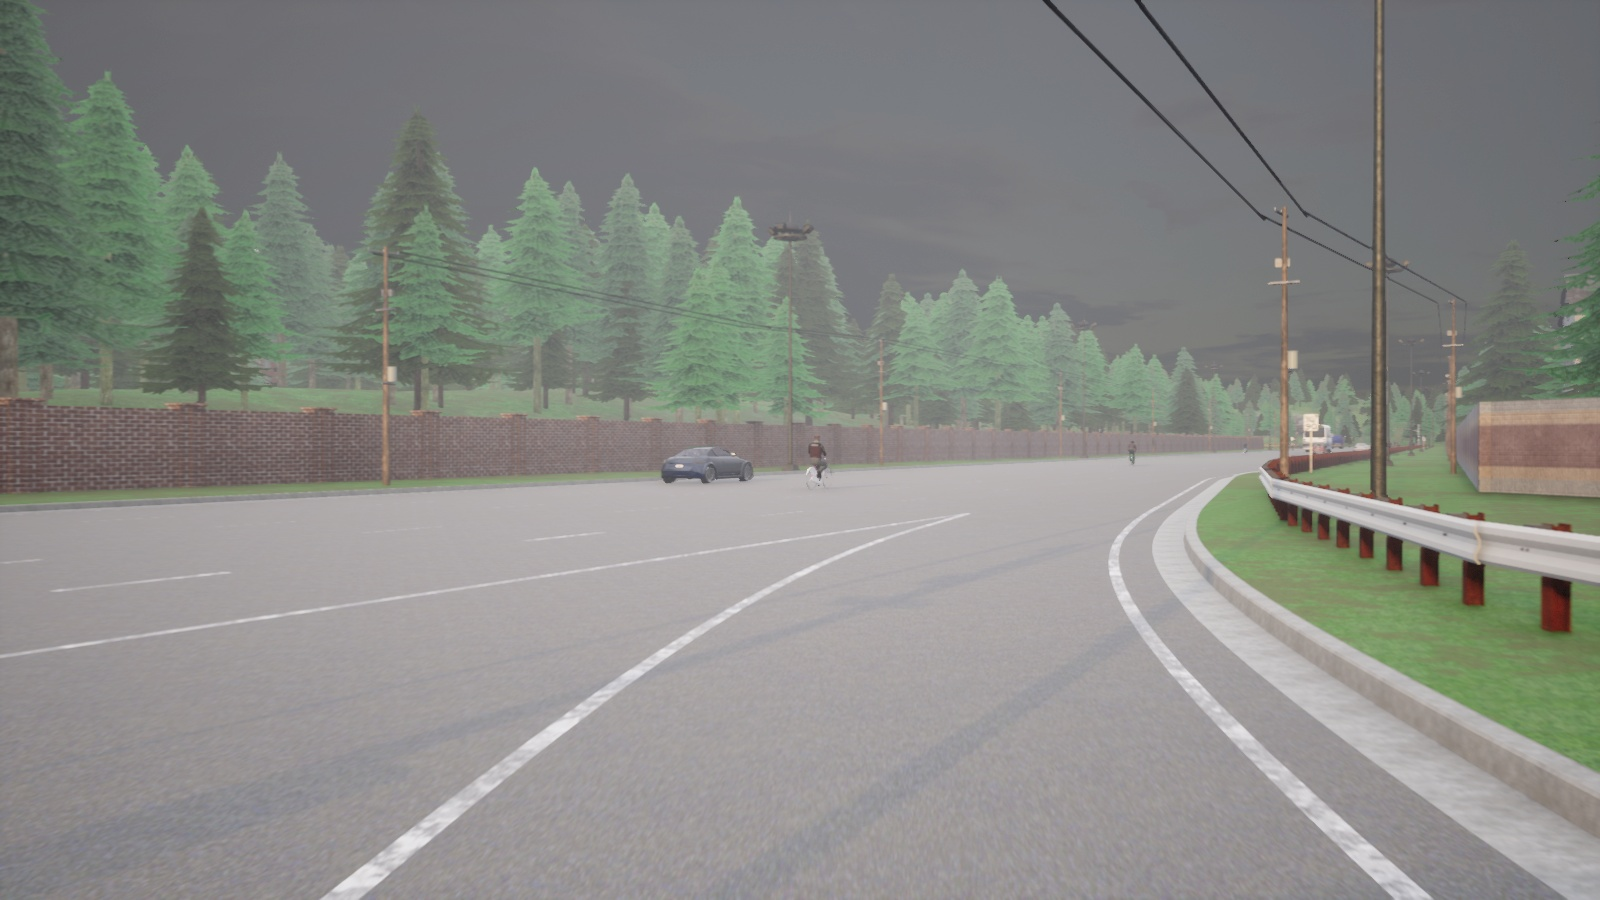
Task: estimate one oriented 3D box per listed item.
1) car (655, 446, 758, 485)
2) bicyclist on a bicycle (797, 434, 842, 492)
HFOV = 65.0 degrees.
[{"bbox_3d":[-3.455,0.540,47.195,1.994,1.385,4.181,0,0,27],"label":"car"},{"bbox_3d":[0.632,0.393,39.852,0.659,1.776,1.843,0,1,27],"label":"bicyclist on a bicycle"}]
